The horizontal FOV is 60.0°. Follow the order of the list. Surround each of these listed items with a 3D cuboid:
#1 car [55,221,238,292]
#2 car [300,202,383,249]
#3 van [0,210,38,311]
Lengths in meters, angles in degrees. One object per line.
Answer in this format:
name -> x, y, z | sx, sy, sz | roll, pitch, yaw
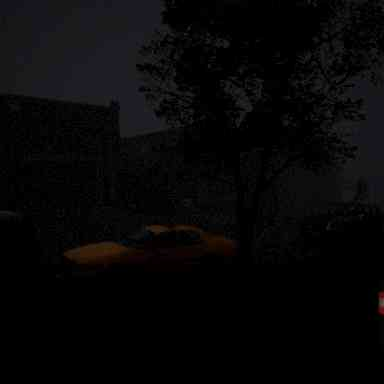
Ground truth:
car -> -1.004, 1.635, 9.572 | 5.366, 1.575, 1.946 | 2, 1, -36
car -> 7.722, 1.562, 16.817 | 5.566, 2.045, 2.435 | 2, 1, -42
van -> -5.422, 1.344, 6.273 | 4.442, 1.987, 1.878 | 2, 1, -38
